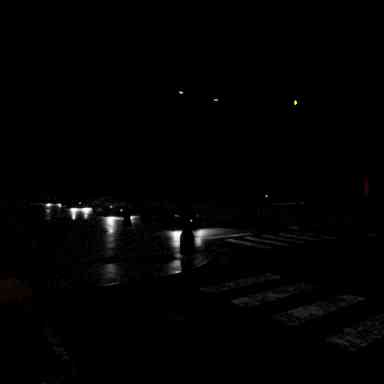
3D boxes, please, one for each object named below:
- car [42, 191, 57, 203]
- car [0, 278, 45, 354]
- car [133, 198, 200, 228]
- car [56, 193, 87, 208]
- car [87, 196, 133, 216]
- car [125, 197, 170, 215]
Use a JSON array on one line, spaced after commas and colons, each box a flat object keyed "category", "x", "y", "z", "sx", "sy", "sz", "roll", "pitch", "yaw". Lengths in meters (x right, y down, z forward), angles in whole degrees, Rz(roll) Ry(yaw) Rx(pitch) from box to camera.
[{"category": "car", "x": -18.401, "y": 0.680, "z": 43.564, "sx": 1.837, "sy": 1.490, "sz": 4.892, "roll": 0, "pitch": 1, "yaw": -32}, {"category": "car", "x": -4.280, "y": 1.526, "z": 3.608, "sx": 4.829, "sy": 1.417, "sz": 1.752, "roll": 0, "pitch": 0, "yaw": -35}, {"category": "car", "x": -1.464, "y": 1.225, "z": 19.728, "sx": 1.812, "sy": 1.442, "sz": 4.674, "roll": 0, "pitch": 1, "yaw": -37}, {"category": "car", "x": -12.433, "y": 0.919, "z": 35.071, "sx": 1.994, "sy": 1.385, "sz": 4.181, "roll": 0, "pitch": 1, "yaw": -36}, {"category": "car", "x": -6.675, "y": 1.058, "z": 27.020, "sx": 1.812, "sy": 1.442, "sz": 4.674, "roll": 0, "pitch": 1, "yaw": -35}, {"category": "car", "x": -3.922, "y": 1.141, "z": 28.671, "sx": 1.895, "sy": 1.301, "sz": 4.718, "roll": 0, "pitch": 1, "yaw": -36}]
